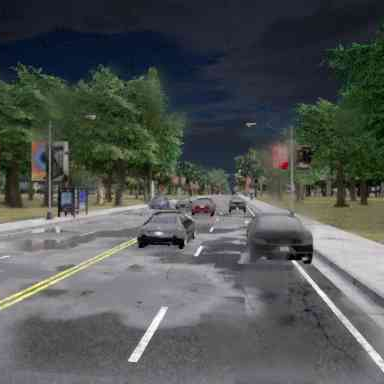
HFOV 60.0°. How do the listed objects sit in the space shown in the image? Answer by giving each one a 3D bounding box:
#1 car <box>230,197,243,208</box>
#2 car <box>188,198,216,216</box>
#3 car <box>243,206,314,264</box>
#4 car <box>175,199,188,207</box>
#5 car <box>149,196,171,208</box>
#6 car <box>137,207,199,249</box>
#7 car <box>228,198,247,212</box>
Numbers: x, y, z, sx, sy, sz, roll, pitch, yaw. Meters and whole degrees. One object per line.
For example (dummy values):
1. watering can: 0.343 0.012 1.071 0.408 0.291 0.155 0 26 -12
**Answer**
1. car: 6.419 1.531 48.043 1.812 1.442 4.674 0 0 8
2. car: 1.216 1.354 32.231 2.097 1.767 4.553 0 0 7
3. car: 2.957 1.478 11.950 1.882 1.535 5.008 0 0 7
4. car: -0.943 1.567 42.584 1.994 1.385 4.181 0 0 7
5. car: -4.143 1.355 43.181 2.097 1.767 4.553 0 0 7
6. car: -1.008 1.564 14.769 1.994 1.385 4.181 0 0 7
7. car: 5.173 1.508 37.897 1.837 1.490 4.892 0 0 7
